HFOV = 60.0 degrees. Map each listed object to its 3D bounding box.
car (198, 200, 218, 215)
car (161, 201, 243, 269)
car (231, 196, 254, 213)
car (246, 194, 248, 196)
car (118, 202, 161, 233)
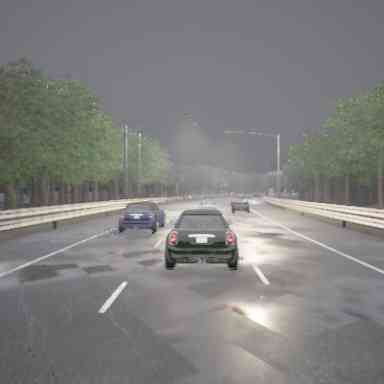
[{"bbox_3d":[1.765,1.595,35.388,1.895,1.301,4.718,0,0,5],"label":"car"},{"bbox_3d":[0.323,1.351,11.316,2.097,1.767,4.553,0,0,2],"label":"car"},{"bbox_3d":[5.263,1.486,36.416,2.128,1.511,4.902,0,0,5],"label":"car"},{"bbox_3d":[11.970,1.450,80.927,1.882,1.535,5.008,0,0,12],"label":"car"},{"bbox_3d":[-2.833,1.346,19.746,2.097,1.767,4.553,0,0,3],"label":"car"}]
